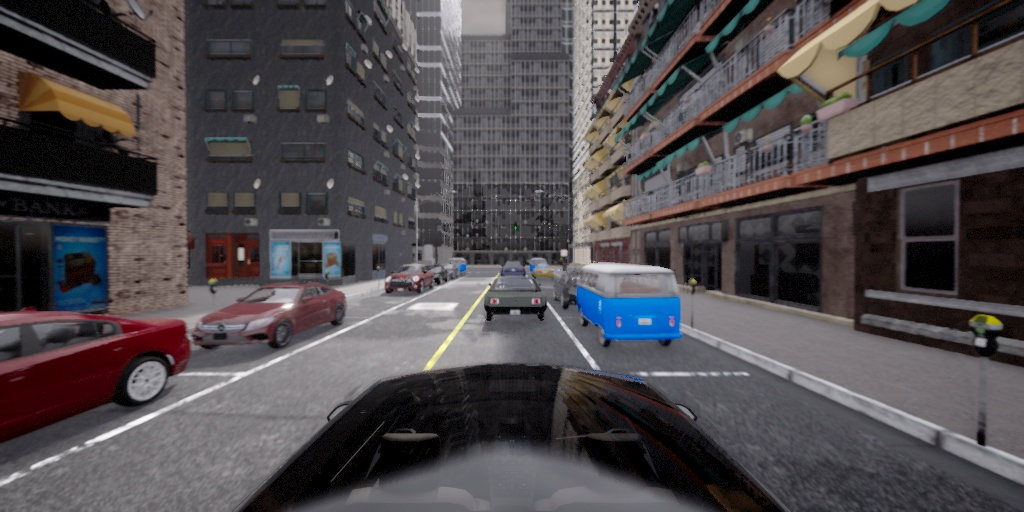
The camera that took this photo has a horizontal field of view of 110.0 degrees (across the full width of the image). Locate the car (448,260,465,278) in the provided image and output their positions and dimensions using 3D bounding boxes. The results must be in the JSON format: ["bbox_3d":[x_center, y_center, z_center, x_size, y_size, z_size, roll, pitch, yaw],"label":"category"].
[{"bbox_3d":[-5.691,1.299,31.504,2.007,1.370,4.403,0,0,0],"label":"car"}]

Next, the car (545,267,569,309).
[{"bbox_3d":[2.689,1.299,14.670,2.007,1.370,4.403,0,0,0],"label":"car"}]

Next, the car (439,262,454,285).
[{"bbox_3d":[-5.691,1.314,25.902,1.948,1.339,4.313,0,0,0],"label":"car"}]

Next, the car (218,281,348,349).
[{"bbox_3d":[-5.692,1.331,9.096,1.802,1.307,4.207,0,0,0],"label":"car"}]

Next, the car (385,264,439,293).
[{"bbox_3d":[-5.691,1.188,20.300,1.967,1.591,4.097,0,0,0],"label":"car"}]

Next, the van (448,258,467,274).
[{"bbox_3d":[-5.691,1.090,37.106,1.690,1.789,3.998,0,0,0],"label":"van"}]

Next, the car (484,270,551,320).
[{"bbox_3d":[0.100,1.350,12.658,1.895,1.301,4.718,0,0,0],"label":"car"}]

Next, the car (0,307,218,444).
[{"bbox_3d":[-5.692,1.295,3.495,1.888,1.381,4.507,0,0,0],"label":"car"}]

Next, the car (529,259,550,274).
[{"bbox_3d":[2.690,1.274,31.645,1.751,1.417,4.829,0,0,0],"label":"car"}]

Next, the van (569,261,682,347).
[{"bbox_3d":[2.689,1.090,9.067,1.690,1.789,3.998,0,0,0],"label":"van"}]

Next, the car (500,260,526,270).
[{"bbox_3d":[0.101,1.100,30.248,2.097,1.767,4.553,0,0,0],"label":"car"}]
